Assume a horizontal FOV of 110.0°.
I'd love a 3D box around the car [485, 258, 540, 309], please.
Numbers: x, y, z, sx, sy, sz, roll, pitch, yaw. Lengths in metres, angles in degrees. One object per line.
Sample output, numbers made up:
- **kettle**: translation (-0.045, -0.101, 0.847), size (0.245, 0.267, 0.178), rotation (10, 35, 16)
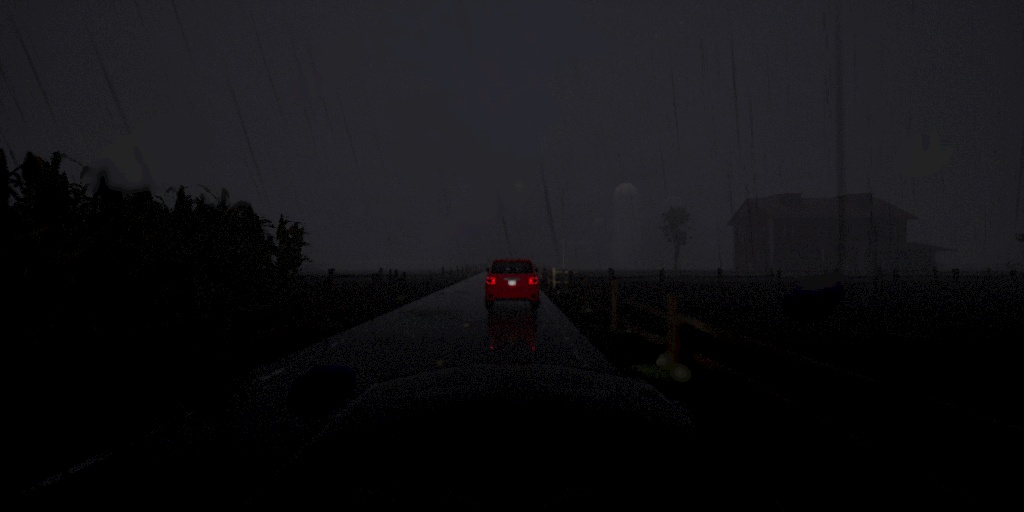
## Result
- **car**: translation (0.008, 1.108, 15.857), size (2.150, 2.045, 5.566), rotation (0, 0, 0)
